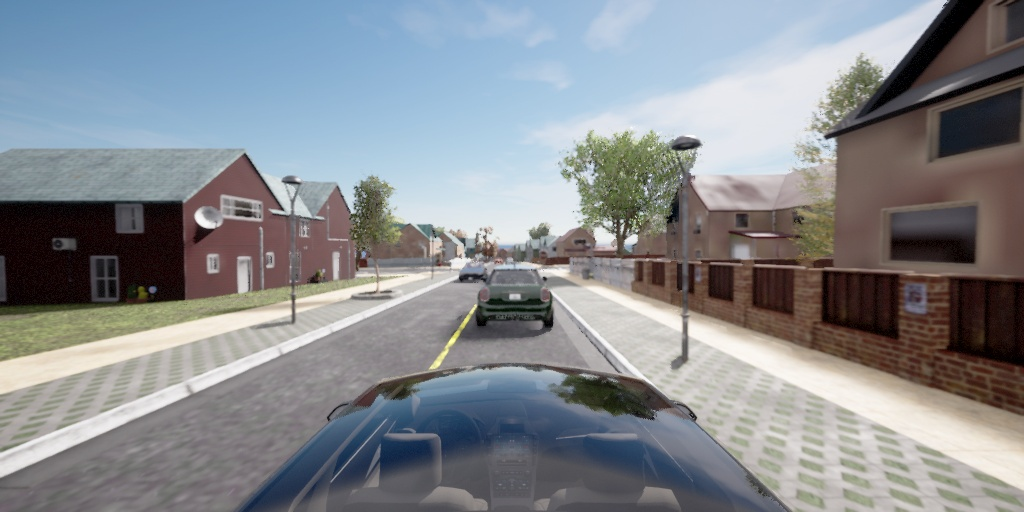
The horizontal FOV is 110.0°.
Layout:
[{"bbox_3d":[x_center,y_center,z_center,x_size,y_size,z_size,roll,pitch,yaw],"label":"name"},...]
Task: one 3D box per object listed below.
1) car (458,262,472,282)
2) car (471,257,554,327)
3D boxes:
[{"bbox_3d":[-2.822,1.169,27.160,2.033,1.411,5.357,0,0,0],"label":"car"},{"bbox_3d":[0.088,1.046,11.379,2.097,1.767,4.553,0,1,0],"label":"car"}]
